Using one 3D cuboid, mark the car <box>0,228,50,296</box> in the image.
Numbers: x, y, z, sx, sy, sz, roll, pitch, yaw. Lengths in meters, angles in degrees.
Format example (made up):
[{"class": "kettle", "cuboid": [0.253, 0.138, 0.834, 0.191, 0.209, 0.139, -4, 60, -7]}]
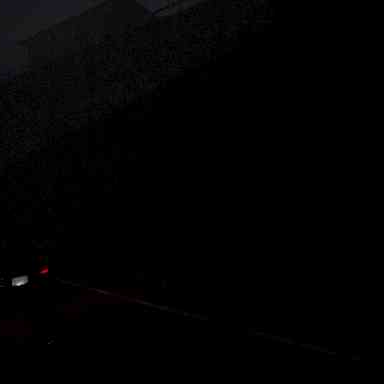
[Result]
[{"class": "car", "cuboid": [-5.129, 1.522, 7.650, 4.674, 1.442, 1.812, 0, 0, 35]}]
